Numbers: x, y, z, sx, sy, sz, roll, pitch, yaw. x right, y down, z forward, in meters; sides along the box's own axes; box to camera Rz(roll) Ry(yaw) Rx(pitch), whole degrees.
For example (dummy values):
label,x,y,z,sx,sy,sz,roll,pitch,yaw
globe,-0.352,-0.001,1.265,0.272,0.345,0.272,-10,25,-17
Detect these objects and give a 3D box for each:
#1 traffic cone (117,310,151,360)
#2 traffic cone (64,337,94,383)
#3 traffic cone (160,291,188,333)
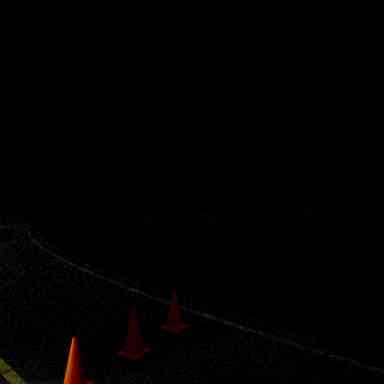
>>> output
label,x,y,z,sx,sy,sz,roll,pitch,yaw
traffic cone,-0.809,1.938,4.624,0.340,0.580,0.340,1,1,31
traffic cone,-1.328,1.945,3.774,0.340,0.580,0.340,1,1,31
traffic cone,-0.289,1.931,5.475,0.340,0.580,0.340,1,1,31
